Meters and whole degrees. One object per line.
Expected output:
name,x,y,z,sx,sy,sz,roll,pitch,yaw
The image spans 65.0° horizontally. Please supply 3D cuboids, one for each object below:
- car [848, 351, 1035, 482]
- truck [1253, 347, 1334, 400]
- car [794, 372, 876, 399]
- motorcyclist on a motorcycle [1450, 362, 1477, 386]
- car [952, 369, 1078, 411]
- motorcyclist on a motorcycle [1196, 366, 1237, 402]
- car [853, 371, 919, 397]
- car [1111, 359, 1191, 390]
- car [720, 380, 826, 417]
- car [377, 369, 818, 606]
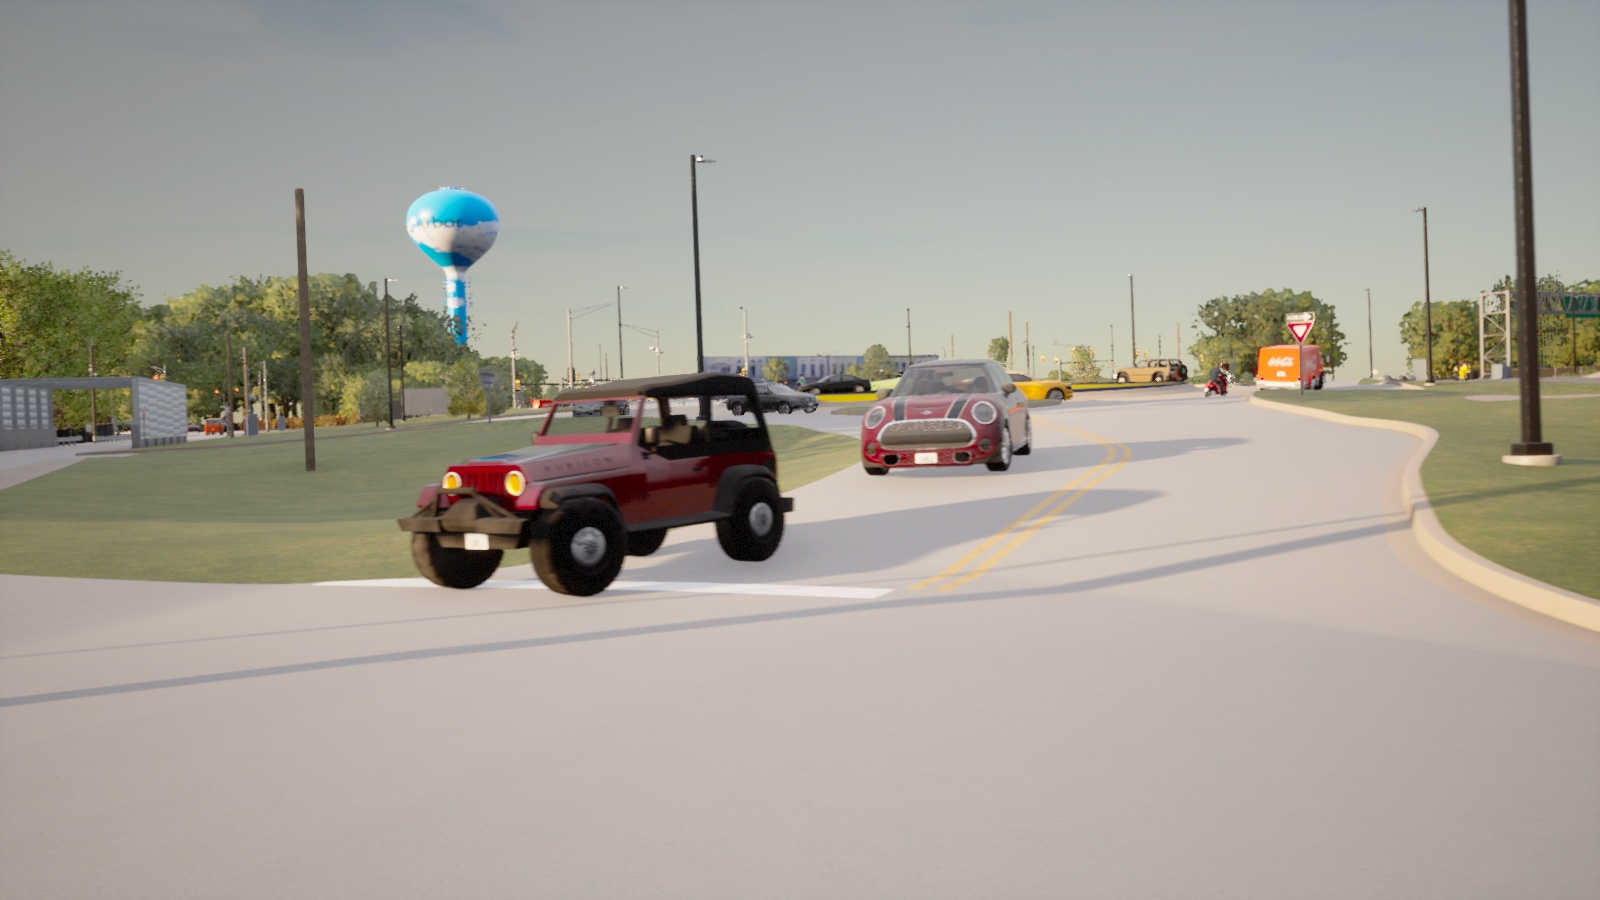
car,2.372,-0.616,19.844,2.097,1.767,4.553,-2,4,17
truck,25.667,-4.004,65.206,2.627,2.467,5.204,3,7,36
car,2.335,-4.261,83.208,5.008,1.535,1.882,-4,2,-18
motorcyclist on a motorcycle,41.705,-4.759,78.955,0.797,1.523,2.044,0,3,6
car,9.076,-2.558,53.266,5.008,1.535,1.882,-2,4,0
motorcyclist on a motorcycle,19.091,-3.025,57.564,1.817,1.590,0.866,-2,5,-40
car,6.076,-4.632,88.694,4.514,1.525,2.007,-3,1,7
car,21.759,-4.657,77.989,1.932,1.855,4.605,-2,4,-36
car,-1.231,-2.287,56.209,4.674,1.442,1.812,1,7,42
car,-1.763,0.213,12.063,1.905,1.878,3.866,-1,2,37
